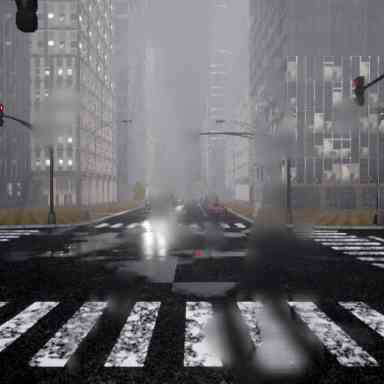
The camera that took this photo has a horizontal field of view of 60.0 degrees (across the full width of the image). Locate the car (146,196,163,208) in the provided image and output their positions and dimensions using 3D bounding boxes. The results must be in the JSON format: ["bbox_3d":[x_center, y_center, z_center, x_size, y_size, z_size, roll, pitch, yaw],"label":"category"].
[{"bbox_3d":[-5.414,1.419,48.642,1.967,1.590,4.097,-1,0,0],"label":"car"}]

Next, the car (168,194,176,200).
[{"bbox_3d":[-5.494,1.384,92.838,1.967,1.590,4.097,-1,0,0],"label":"car"}]

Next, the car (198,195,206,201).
[{"bbox_3d":[2.408,1.536,81.829,1.802,1.307,4.206,-1,0,0],"label":"car"}]

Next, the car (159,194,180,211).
[{"bbox_3d":[-2.920,1.206,38.640,2.150,2.045,5.566,0,0,0],"label":"car"}]

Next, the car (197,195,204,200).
[{"bbox_3d":[2.388,1.489,92.877,1.887,1.381,4.507,-1,0,0],"label":"car"}]

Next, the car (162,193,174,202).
[{"bbox_3d":[-5.466,1.273,76.265,2.192,1.841,5.009,-1,0,0],"label":"car"}]

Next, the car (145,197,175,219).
[{"bbox_3d":[-2.906,1.480,28.772,2.128,1.511,4.902,0,0,0],"label":"car"}]

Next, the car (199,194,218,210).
[{"bbox_3d":[2.462,1.297,43.157,2.192,1.841,5.009,-1,0,0],"label":"car"}]

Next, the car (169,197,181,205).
[{"bbox_3d":[-2.911,1.573,58.308,1.895,1.301,4.718,0,0,0],"label":"car"}]

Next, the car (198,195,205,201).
[{"bbox_3d":[2.397,1.474,87.523,1.752,1.417,4.829,-1,0,0],"label":"car"}]

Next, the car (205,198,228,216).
[{"bbox_3d":[2.464,1.569,32.107,1.802,1.307,4.206,-1,0,0],"label":"car"}]

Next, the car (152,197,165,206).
[{"bbox_3d":[-5.423,1.557,54.167,1.802,1.307,4.206,-1,0,0],"label":"car"}]

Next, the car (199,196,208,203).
[{"bbox_3d":[2.427,1.508,70.779,1.887,1.381,4.507,-1,0,0],"label":"car"}]

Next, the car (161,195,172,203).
[{"bbox_3d":[-5.454,1.403,70.740,1.967,1.590,4.097,-1,0,0],"label":"car"}]
